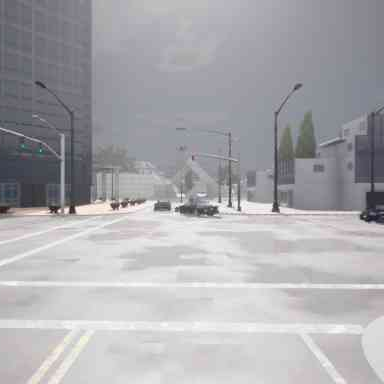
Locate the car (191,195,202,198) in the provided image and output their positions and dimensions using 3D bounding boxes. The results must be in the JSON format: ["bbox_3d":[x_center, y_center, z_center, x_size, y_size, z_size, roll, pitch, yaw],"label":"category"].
[{"bbox_3d":[0.786,1.352,65.656,2.097,1.767,4.553,0,0,8],"label":"car"}]

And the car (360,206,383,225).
[{"bbox_3d":[14.270,1.552,23.627,4.181,1.385,1.994,0,0,0],"label":"car"}]

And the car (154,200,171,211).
[{"bbox_3d":[-3.619,1.601,41.646,1.895,1.301,4.718,0,0,0],"label":"car"}]

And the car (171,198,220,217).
[{"bbox_3d":[0.435,1.557,31.328,2.033,1.411,5.357,-1,0,-33],"label":"car"}]
